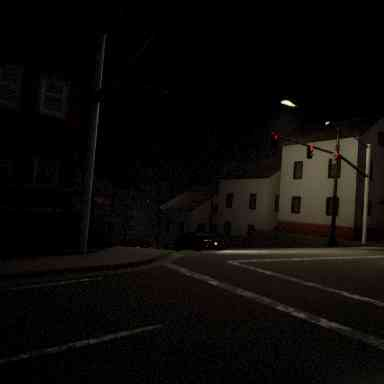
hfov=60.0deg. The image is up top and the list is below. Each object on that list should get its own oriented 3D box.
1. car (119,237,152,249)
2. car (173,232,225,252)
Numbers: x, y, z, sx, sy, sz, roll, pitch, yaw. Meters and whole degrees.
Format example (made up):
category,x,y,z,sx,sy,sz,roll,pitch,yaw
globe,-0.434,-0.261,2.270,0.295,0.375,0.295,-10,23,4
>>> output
category,x,y,z,sx,sy,sz,roll,pitch,yaw
car,-5.641,5.104,32.001,1.882,1.535,5.008,6,-16,-35
car,0.424,3.526,23.647,1.994,1.385,4.181,6,-12,-35
